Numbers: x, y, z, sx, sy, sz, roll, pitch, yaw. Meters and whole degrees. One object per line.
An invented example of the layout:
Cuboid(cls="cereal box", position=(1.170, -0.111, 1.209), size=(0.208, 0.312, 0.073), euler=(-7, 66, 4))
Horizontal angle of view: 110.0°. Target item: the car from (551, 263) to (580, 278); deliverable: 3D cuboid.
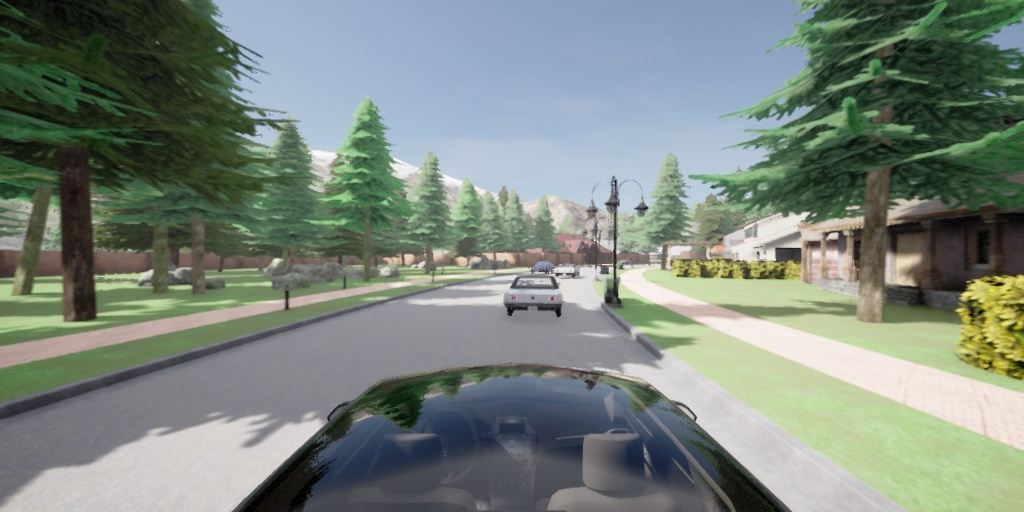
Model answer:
Cuboid(cls="car", position=(5.423, 1.369, 34.653), size=(1.895, 1.301, 4.718), euler=(0, 0, 17))

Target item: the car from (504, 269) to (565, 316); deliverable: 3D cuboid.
Cuboid(cls="car", position=(0.904, 1.354, 13.481), size=(1.895, 1.301, 4.718), euler=(0, 0, 6))

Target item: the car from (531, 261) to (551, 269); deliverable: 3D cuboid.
Cuboid(cls="car", position=(3.512, 1.287, 40.358), size=(1.812, 1.442, 4.674), euler=(0, 0, 20))
